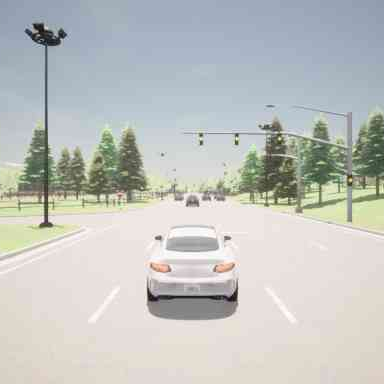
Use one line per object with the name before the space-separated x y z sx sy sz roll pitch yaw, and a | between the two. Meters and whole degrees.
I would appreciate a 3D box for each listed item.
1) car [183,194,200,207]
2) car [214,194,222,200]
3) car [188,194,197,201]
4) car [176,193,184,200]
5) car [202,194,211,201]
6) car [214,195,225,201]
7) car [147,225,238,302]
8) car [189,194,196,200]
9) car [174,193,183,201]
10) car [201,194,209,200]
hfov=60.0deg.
car | 0.097 1.352 52.038 2.097 1.767 4.553 0 0 0
car | 7.173 1.385 93.088 1.994 1.385 4.181 0 0 0
car | 0.154 1.348 83.067 2.097 1.767 4.553 0 0 0
car | -3.327 1.187 93.077 2.097 1.767 4.553 0 0 0
car | 3.654 1.348 83.061 2.097 1.767 4.553 0 0 0
car | 7.154 1.517 82.668 2.128 1.511 4.902 0 0 0
car | 0.022 1.526 8.165 1.812 1.442 4.674 0 0 0
car | 0.173 1.332 93.101 1.837 1.490 4.892 0 0 0
car | -3.346 1.544 83.071 1.994 1.385 4.181 0 0 0
car | 3.673 1.372 93.094 2.033 1.411 5.357 0 0 0
